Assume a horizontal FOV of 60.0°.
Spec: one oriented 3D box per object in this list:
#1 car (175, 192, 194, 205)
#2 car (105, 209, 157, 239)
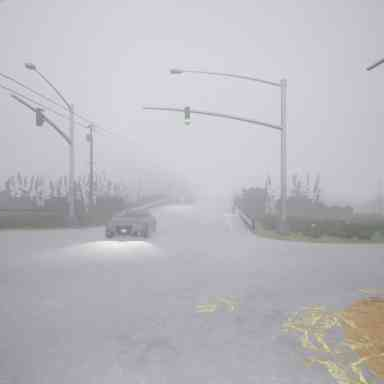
[{"bbox_3d":[-0.922,0.776,41.509,2.128,1.511,4.902,0,1,7],"label":"car"},{"bbox_3d":[-3.035,1.586,17.268,1.994,1.385,4.181,0,0,3],"label":"car"}]
